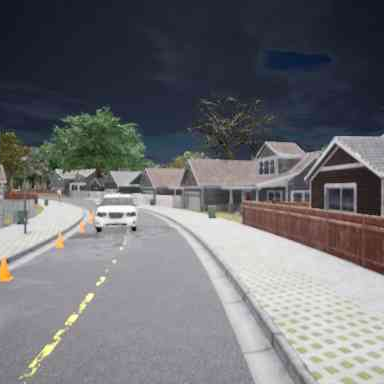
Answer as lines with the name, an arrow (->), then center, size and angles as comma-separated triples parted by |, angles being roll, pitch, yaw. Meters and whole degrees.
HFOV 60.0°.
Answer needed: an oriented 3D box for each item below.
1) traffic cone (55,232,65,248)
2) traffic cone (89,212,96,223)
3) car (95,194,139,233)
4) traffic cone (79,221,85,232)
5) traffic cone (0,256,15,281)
traffic cone -> -5.282, 1.913, 13.320 | 0.340, 0.580, 0.340 | 0, 0, -7
traffic cone -> -6.995, 1.861, 22.934 | 0.340, 0.580, 0.340 | 0, 0, -13
car -> -4.355, 1.143, 19.572 | 2.150, 2.045, 5.566 | 0, 0, -11
traffic cone -> -6.025, 1.887, 18.147 | 0.340, 0.580, 0.340 | 0, 0, -10
traffic cone -> -4.765, 1.936, 8.465 | 0.340, 0.580, 0.340 | 0, 0, -5
